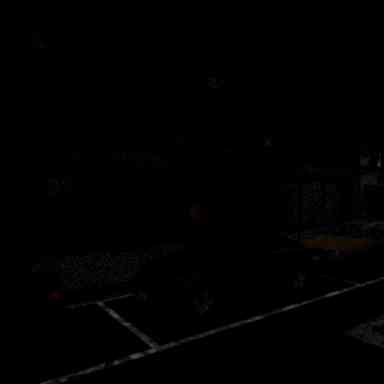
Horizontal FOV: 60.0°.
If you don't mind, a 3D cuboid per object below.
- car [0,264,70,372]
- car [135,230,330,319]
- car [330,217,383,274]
[{"bbox_3d":[-3.740,1.582,4.098,4.206,1.307,1.802,0,0,-36],"label":"car"},{"bbox_3d":[0.874,1.562,7.391,4.313,1.339,1.947,0,0,-36],"label":"car"},{"bbox_3d":[5.349,1.518,10.585,4.829,1.417,1.752,0,0,-36],"label":"car"}]
